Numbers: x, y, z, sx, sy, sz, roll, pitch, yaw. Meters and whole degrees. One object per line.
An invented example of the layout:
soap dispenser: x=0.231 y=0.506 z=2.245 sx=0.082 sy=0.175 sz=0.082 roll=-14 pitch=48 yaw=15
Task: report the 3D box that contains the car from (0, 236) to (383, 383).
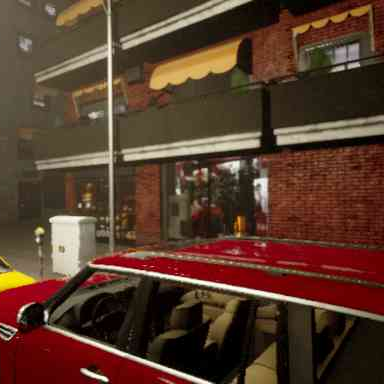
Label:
car: x=0.048 y=1.313 z=2.710 sx=5.009 sy=1.841 sz=2.192 roll=0 pitch=-1 yaw=36
